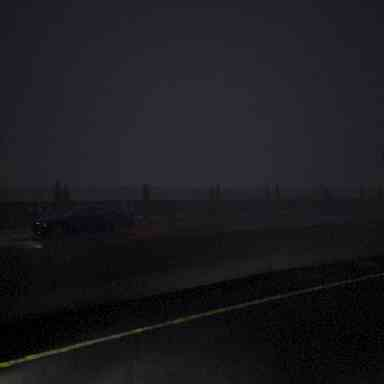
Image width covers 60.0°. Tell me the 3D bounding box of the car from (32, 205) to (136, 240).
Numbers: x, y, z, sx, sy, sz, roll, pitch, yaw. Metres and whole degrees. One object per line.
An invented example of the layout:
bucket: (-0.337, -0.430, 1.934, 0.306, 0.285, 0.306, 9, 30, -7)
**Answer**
car: (-5.375, 1.439, 16.936, 5.008, 1.535, 1.882, 0, 0, -31)
